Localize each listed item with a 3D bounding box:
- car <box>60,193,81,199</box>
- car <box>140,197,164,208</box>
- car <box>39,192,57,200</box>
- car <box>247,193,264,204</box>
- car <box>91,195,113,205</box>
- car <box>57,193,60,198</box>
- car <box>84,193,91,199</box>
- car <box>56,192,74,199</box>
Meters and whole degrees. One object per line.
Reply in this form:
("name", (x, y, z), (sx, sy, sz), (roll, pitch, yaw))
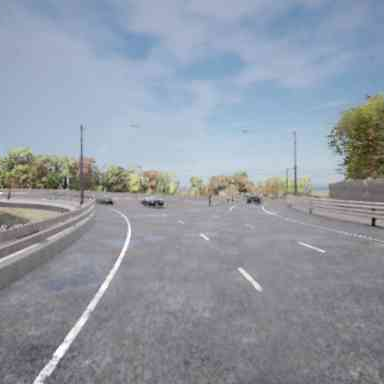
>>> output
("car", (-27.517, 1.047, 76.007), (5.008, 1.535, 1.882), (0, 1, 44))
("car", (-5.153, 1.261, 42.336), (1.895, 1.301, 4.718), (-1, 1, -23))
("car", (-34.043, 1.176, 77.496), (4.181, 1.385, 1.994), (0, 1, 41))
("car", (9.196, 0.968, 48.180), (1.837, 1.490, 4.892), (-2, 0, 19))
("car", (-13.873, 1.221, 52.005), (1.994, 1.385, 4.181), (-1, 1, -29))
("car", (-35.055, 0.769, 83.095), (4.553, 1.767, 2.097), (0, 1, 38))
("car", (-25.163, 1.058, 78.595), (5.357, 1.411, 2.033), (0, 1, 44))
("car", (-32.784, 0.891, 85.759), (4.902, 1.511, 2.128), (0, 1, 38))
